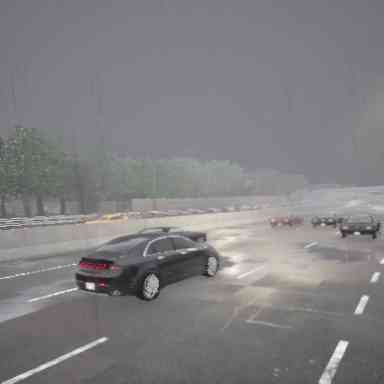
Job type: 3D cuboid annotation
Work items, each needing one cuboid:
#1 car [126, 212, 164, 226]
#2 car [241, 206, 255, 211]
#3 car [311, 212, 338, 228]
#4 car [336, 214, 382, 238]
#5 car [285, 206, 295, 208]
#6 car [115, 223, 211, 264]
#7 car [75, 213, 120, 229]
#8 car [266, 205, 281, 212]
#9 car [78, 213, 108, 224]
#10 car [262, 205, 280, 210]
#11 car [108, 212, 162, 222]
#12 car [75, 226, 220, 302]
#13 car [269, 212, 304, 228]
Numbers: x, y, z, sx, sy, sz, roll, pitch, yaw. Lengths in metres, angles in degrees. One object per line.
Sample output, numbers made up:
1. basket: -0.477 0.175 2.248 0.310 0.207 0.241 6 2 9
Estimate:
1. car: -5.630 3.240 40.576 1.837 1.490 4.892 -3 -3 34
2. car: 12.325 3.897 73.045 1.812 1.442 4.674 -3 -2 34
3. car: 11.711 2.346 28.424 1.895 1.301 4.718 -3 -3 34
4. car: 10.582 2.087 20.669 1.895 1.301 4.718 -3 -3 34
5. car: 18.875 3.387 64.054 1.812 1.442 4.674 -3 -3 35
6. car: -1.155 2.249 15.543 1.895 1.301 4.718 -3 -3 34
7. car: -10.972 3.311 38.913 1.882 1.535 5.008 -3 -3 34
8. car: 18.756 3.811 76.236 1.994 1.385 4.181 -3 -2 34
9. car: -7.807 2.919 31.094 1.882 1.535 5.008 -3 -3 34
10. car: 15.218 3.367 64.921 2.097 1.767 4.553 -3 -3 35
11. car: -4.683 2.762 29.474 1.882 1.535 5.008 -3 -3 34
12. car: -0.955 1.918 9.556 1.837 1.490 4.892 -3 -3 34
13. car: 8.745 2.507 30.280 1.895 1.301 4.718 -3 -3 34
